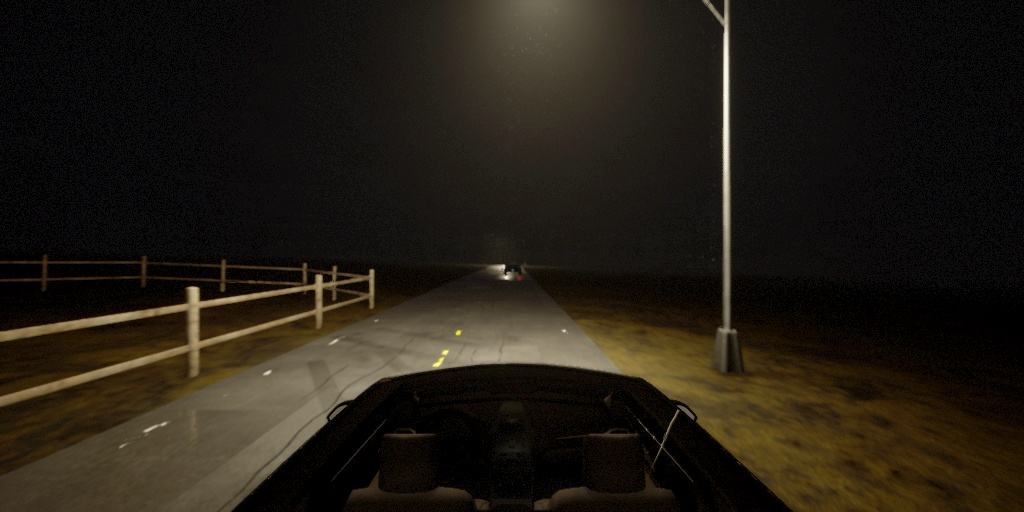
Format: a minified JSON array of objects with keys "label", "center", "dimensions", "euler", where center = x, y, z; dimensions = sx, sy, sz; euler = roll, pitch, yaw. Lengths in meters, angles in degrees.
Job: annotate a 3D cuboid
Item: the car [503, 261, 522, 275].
[{"label":"car","center":[0.096,1.300,39.890],"dimensions":[1.812,1.442,4.674],"euler":[0,0,0]}]
